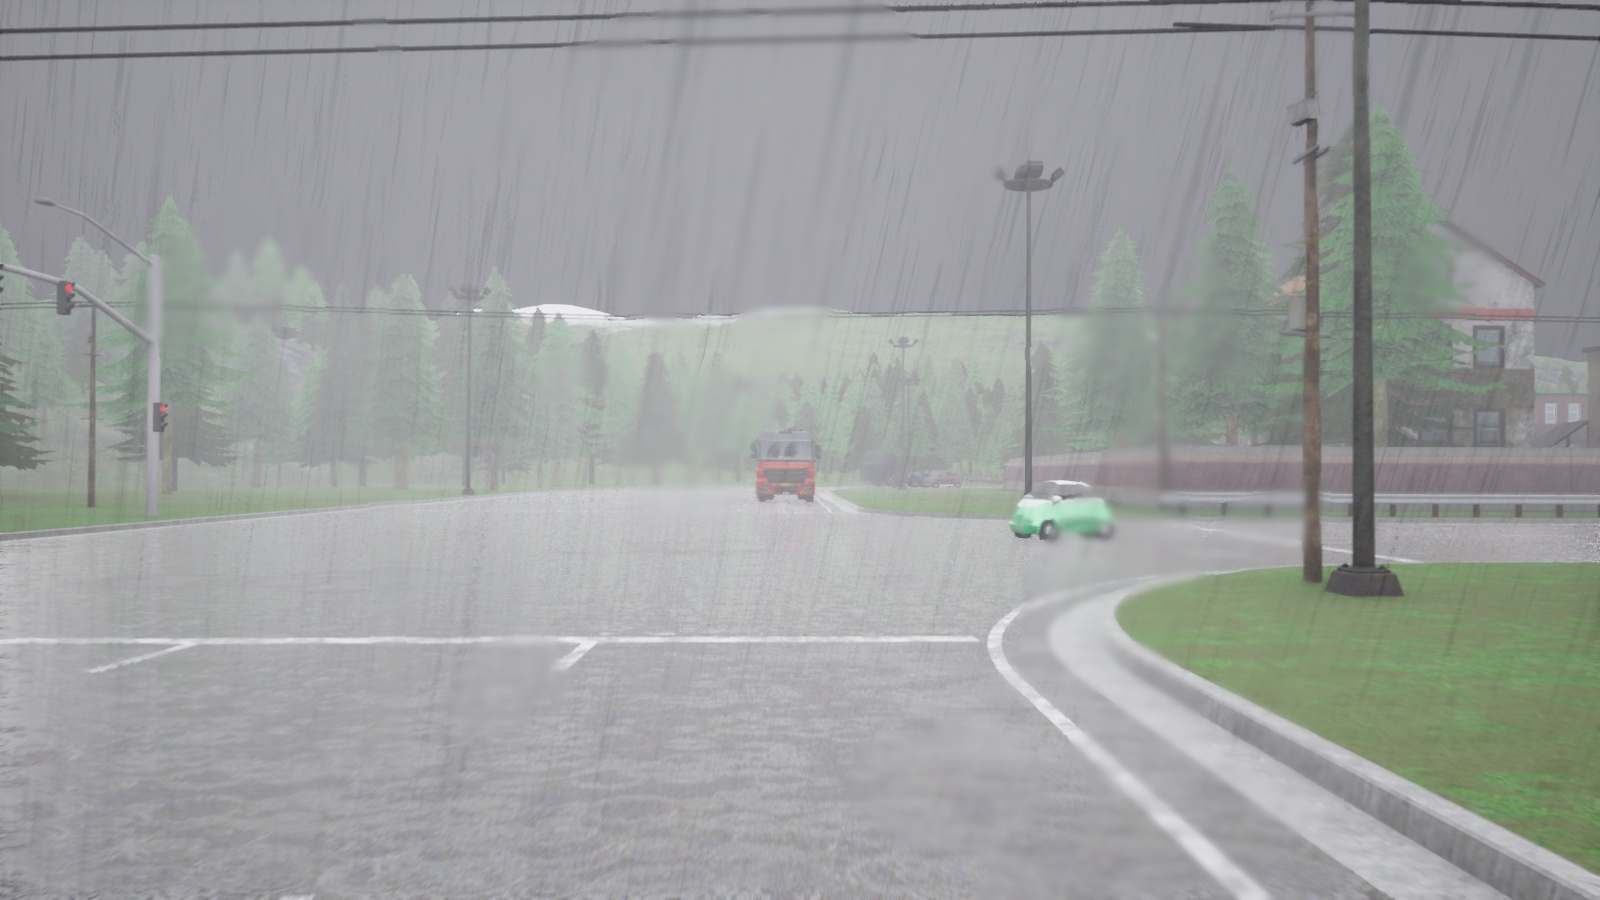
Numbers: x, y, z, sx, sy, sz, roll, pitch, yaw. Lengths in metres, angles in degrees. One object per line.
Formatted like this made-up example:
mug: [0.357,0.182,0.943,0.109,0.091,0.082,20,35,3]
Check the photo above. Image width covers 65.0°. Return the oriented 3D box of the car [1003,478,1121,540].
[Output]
car: [6.009,1.330,28.906,2.207,1.376,1.481,0,-1,-17]

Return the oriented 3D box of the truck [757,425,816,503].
truck: [-0.697,0.748,65.453,2.891,3.827,8.468,0,-1,-1]
